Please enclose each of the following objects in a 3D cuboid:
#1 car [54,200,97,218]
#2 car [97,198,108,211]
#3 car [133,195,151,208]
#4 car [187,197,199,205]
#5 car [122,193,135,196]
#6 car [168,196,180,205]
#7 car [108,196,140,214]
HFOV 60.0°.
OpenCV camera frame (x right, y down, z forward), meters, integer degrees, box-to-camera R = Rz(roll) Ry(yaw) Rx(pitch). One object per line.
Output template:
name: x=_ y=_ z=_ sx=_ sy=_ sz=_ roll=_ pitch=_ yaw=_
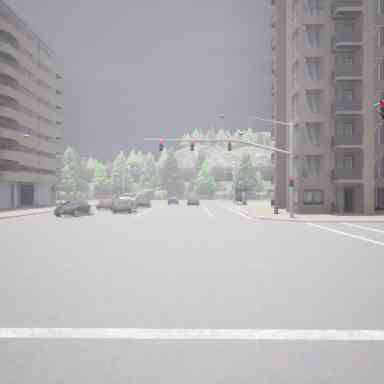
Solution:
car: x=-10.807 y=1.506 z=30.500 sx=1.837 sy=1.490 sz=4.892 roll=0 pitch=0 yaw=6
car: x=-10.496 y=1.526 z=41.568 sx=1.812 sy=1.442 sz=4.674 roll=0 pitch=0 yaw=0
car: x=-6.965 y=1.564 z=47.127 sx=1.994 sy=1.385 sz=4.181 roll=0 pitch=0 yaw=1
car: x=0.224 y=1.564 z=56.796 sx=1.994 sy=1.385 sz=4.181 roll=0 pitch=0 yaw=0
car: x=-10.437 y=1.223 z=54.226 sx=2.150 sy=2.045 sz=5.566 roll=0 pitch=0 yaw=1
car: x=-3.369 y=1.526 z=60.049 sx=1.812 sy=1.442 sz=4.674 roll=0 pitch=0 yaw=0
car: x=-7.010 y=1.505 z=34.745 sx=1.837 sy=1.490 sz=4.892 roll=0 pitch=0 yaw=0
